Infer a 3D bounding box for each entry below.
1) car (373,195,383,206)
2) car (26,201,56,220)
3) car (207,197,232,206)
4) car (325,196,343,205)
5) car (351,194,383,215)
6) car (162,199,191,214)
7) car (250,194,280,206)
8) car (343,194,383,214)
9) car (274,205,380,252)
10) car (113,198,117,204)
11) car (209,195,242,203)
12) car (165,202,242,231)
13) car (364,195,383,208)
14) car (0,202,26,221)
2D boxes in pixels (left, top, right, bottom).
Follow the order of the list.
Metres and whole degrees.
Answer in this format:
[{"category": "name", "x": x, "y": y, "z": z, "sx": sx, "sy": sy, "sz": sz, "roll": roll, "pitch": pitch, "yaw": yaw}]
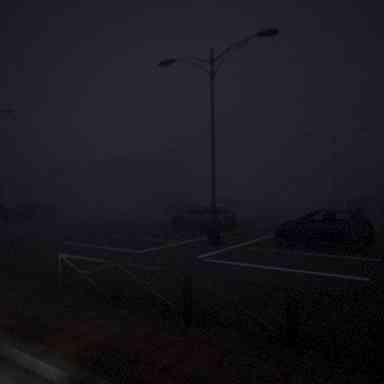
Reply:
[{"category": "car", "x": 27.723, "y": 1.235, "z": 46.861, "sx": 3.806, "sy": 1.475, "sz": 1.970, "roll": -1, "pitch": 0, "yaw": 34}, {"category": "car", "x": -14.602, "y": 1.676, "z": 30.434, "sx": 5.027, "sy": 1.636, "sz": 2.152, "roll": -1, "pitch": 0, "yaw": 34}, {"category": "car", "x": 4.829, "y": 1.680, "z": 58.648, "sx": 3.806, "sy": 1.475, "sz": 1.970, "roll": -1, "pitch": 0, "yaw": 34}, {"category": "car", "x": 24.007, "y": 1.385, "z": 53.880, "sx": 4.514, "sy": 1.523, "sz": 2.007, "roll": -1, "pitch": 0, "yaw": 34}, {"category": "car", "x": 17.067, "y": 1.091, "z": 30.872, "sx": 3.866, "sy": 1.878, "sz": 1.905, "roll": -1, "pitch": 0, "yaw": 34}, {"category": "car", "x": -1.555, "y": 1.562, "z": 35.818, "sx": 3.633, "sy": 1.501, "sz": 1.845, "roll": -1, "pitch": 0, "yaw": 34}, {"category": "car", "x": 11.823, "y": 1.313, "z": 53.861, "sx": 4.605, "sy": 1.855, "sz": 1.932, "roll": -1, "pitch": 0, "yaw": 34}, {"category": "car", "x": 15.755, "y": 1.109, "z": 28.247, "sx": 4.605, "sy": 1.855, "sz": 1.932, "roll": -1, "pitch": 0, "yaw": 34}, {"category": "car", "x": 5.081, "y": 1.401, "z": 13.034, "sx": 3.633, "sy": 1.501, "sz": 1.845, "roll": -1, "pitch": 0, "yaw": 34}, {"category": "car", "x": -20.437, "y": 2.207, "z": 80.811, "sx": 2.242, "sy": 1.667, "sz": 4.611, "roll": -1, "pitch": 0, "yaw": 34}, {"category": "car", "x": 4.159, "y": 1.532, "z": 44.016, "sx": 4.514, "sy": 1.523, "sz": 2.007, "roll": -1, "pitch": 0, "yaw": 34}, {"category": "car", "x": 0.671, "y": 1.500, "z": 19.703, "sx": 3.806, "sy": 1.475, "sz": 1.970, "roll": -1, "pitch": 0, "yaw": 34}, {"category": "car", "x": 24.340, "y": 1.158, "z": 41.398, "sx": 5.027, "sy": 1.636, "sz": 2.152, "roll": -1, "pitch": 0, "yaw": 34}, {"category": "car", "x": -16.342, "y": 1.687, "z": 27.823, "sx": 4.514, "sy": 1.523, "sz": 2.007, "roll": -1, "pitch": 0, "yaw": 34}]
